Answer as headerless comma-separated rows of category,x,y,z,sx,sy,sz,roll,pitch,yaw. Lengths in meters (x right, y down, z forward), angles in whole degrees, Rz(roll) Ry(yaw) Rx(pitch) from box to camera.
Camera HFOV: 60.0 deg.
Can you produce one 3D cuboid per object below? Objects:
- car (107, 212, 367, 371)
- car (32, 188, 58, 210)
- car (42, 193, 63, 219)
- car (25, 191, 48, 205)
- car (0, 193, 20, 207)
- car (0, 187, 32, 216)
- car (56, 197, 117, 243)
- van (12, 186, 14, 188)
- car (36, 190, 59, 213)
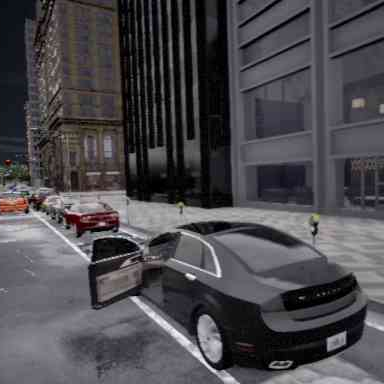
car,0.270,1.238,5.501,1.837,1.490,4.892,-4,3,-30
car,-12.671,0.559,29.021,2.192,1.841,5.009,-4,3,-30
car,-7.292,0.983,19.604,2.008,1.369,4.403,-4,3,-30
car,-18.028,0.619,38.459,1.947,1.339,4.313,-4,3,-30
car,-20.176,0.809,36.785,1.895,1.301,4.718,-4,3,-29
car,-13.984,0.781,25.874,2.097,1.767,4.553,-4,3,-29
car,-4.610,1.071,14.890,1.887,1.381,4.507,-4,3,-30
van,-39.163,-0.372,75.547,1.690,1.788,3.998,-4,3,-30
car,-10.062,0.861,24.464,1.752,1.417,4.829,-4,3,-30
